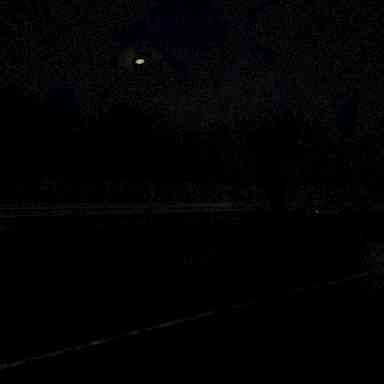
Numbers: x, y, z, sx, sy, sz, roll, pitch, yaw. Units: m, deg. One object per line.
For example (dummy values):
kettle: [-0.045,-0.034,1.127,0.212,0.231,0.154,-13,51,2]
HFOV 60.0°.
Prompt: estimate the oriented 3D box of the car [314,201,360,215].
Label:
car: [13.778,1.844,30.493,4.892,1.490,1.837,2,-1,-34]

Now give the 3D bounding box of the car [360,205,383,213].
car: [16.757,1.832,28.271,5.008,1.535,1.882,1,-1,-34]

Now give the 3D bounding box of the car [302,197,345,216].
car: [13.936,1.583,34.802,5.566,2.045,2.150,1,-1,-34]
